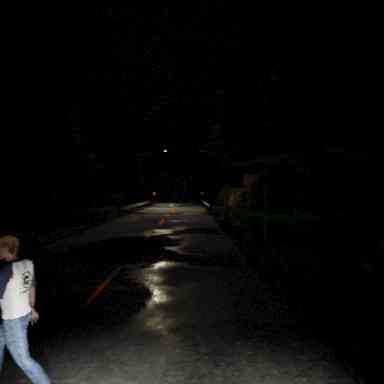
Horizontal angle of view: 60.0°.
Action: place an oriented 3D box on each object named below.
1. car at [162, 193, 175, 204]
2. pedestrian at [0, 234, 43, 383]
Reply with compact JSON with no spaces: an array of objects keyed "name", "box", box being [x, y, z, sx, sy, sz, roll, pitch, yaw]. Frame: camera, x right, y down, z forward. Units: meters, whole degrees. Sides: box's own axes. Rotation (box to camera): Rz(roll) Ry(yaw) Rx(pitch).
[{"name":"car","box":[-4.567,1.213,64.552,2.150,2.045,5.566,0,0,0]},{"name":"pedestrian","box":[-1.894,1.294,3.553,0.375,1.860,0.375,0,0,0]}]
